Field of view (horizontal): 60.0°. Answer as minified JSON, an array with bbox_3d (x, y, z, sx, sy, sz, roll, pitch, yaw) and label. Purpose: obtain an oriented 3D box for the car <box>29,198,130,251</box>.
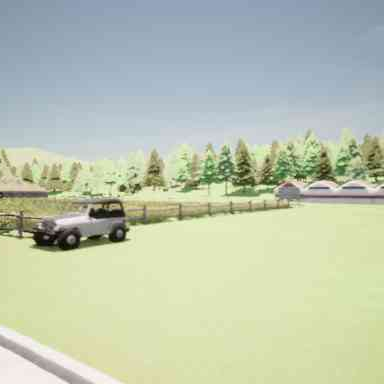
[{"bbox_3d":[-4.376,1.218,13.643,1.905,1.878,3.866,0,0,35],"label":"car"}]
